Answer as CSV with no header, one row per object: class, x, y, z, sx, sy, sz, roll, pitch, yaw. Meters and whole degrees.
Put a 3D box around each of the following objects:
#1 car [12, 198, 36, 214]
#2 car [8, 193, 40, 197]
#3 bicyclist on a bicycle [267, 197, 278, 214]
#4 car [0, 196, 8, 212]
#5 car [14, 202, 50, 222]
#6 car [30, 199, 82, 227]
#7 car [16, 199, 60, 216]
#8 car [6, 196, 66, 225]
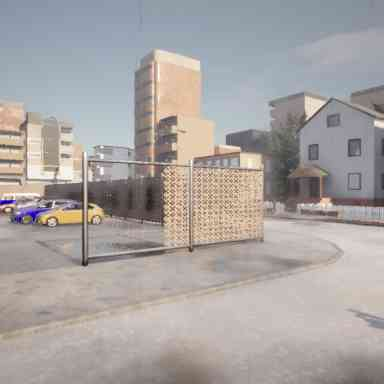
car,-17.871,1.402,35.318,1.789,1.547,3.705,0,0,-36
car,-12.595,1.242,27.326,3.866,1.878,1.905,0,0,-36
bicyclist on a bicycle,7.743,1.349,31.975,1.656,1.620,0.582,0,0,-36
car,-17.873,1.474,35.595,5.357,1.415,2.033,0,0,-36
car,-12.041,1.451,25.065,2.207,1.379,1.481,0,0,-36
car,-7.861,1.416,21.537,4.193,1.474,1.816,0,0,-36
car,-14.816,1.413,32.028,3.633,1.501,1.845,0,0,-36
car,-10.305,1.348,23.688,4.611,1.667,2.242,0,0,-36
